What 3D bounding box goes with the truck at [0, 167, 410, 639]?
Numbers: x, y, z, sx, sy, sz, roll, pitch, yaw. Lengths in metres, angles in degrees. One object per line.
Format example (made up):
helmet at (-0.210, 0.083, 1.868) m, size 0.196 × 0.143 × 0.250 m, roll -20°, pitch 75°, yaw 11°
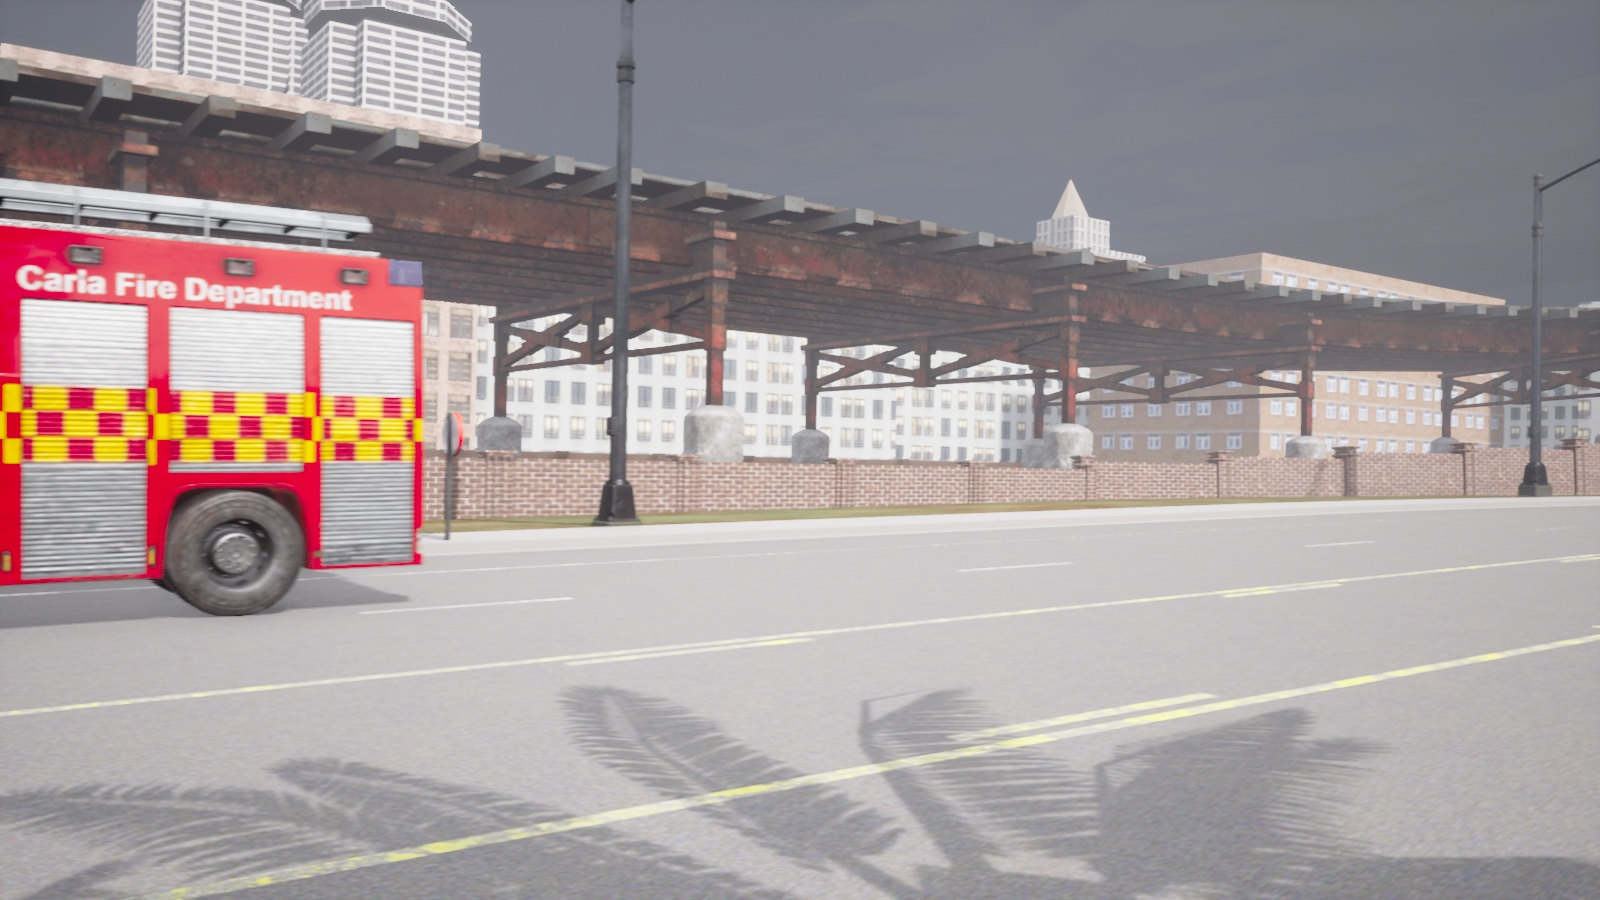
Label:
truck at (-8.054, -0.377, 10.848) m, size 8.468 × 3.827 × 2.891 m, roll 0°, pitch 0°, yaw -35°
